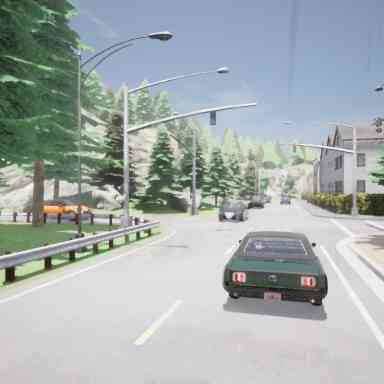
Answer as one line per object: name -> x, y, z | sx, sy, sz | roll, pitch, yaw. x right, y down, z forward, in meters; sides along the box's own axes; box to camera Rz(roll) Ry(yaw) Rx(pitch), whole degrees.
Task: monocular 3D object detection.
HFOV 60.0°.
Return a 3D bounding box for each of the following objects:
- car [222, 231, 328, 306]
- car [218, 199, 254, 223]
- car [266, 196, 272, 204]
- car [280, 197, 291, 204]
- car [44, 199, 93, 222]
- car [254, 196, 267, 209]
car -> 2.059, 1.601, 8.143 | 1.895, 1.301, 4.718 | 0, 0, 16
car -> 3.319, 1.497, 26.071 | 2.128, 1.511, 4.902 | 0, 0, 16
car -> 14.158, 1.504, 63.666 | 2.128, 1.511, 4.902 | 0, 0, 16
car -> 17.363, 1.547, 61.779 | 2.033, 1.411, 5.357 | 0, 0, 16
car -> -10.266, 1.367, 26.566 | 4.553, 1.767, 2.097 | 0, 0, 16
car -> 8.754, 1.601, 45.097 | 1.895, 1.301, 4.718 | 0, 0, 16
